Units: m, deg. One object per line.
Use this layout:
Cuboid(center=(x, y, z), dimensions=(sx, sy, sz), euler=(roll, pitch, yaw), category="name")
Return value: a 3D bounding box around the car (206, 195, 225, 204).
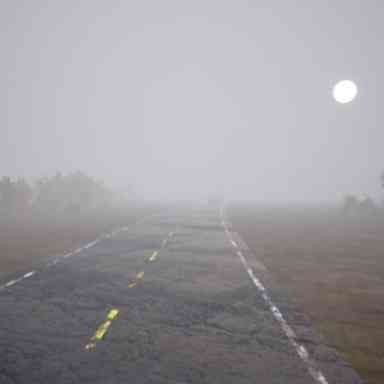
Cuboid(center=(3.963, 1.373, 55.743), dimensions=(1.994, 1.385, 4.181), euler=(0, 0, 8), category="car")
